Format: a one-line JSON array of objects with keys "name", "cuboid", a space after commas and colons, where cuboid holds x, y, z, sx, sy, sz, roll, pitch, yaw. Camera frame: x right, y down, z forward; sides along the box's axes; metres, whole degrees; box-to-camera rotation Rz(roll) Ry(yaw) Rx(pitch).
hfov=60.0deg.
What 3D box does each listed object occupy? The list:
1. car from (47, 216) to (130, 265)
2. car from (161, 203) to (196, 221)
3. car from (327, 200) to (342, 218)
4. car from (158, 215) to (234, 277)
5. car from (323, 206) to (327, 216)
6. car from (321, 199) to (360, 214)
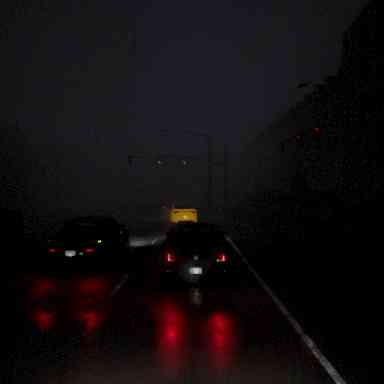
[{"name": "car", "cuboid": [-3.412, 1.549, 11.603, 1.812, 1.442, 4.674, 0, 0, 0]}, {"name": "car", "cuboid": [-1.040, 1.527, 24.635, 1.882, 1.535, 5.008, 0, 0, -14]}, {"name": "car", "cuboid": [13.939, 1.506, 26.818, 2.038, 1.542, 4.974, 0, 0, -35]}, {"name": "car", "cuboid": [0.098, 1.621, 10.284, 1.895, 1.301, 4.718, 0, 0, 0]}, {"name": "car", "cuboid": [14.045, 1.515, 31.425, 4.974, 1.542, 2.038, 0, 0, -45]}, {"name": "car", "cuboid": [14.081, 1.358, 31.462, 4.536, 1.218, 1.853, 0, 0, -45]}]
